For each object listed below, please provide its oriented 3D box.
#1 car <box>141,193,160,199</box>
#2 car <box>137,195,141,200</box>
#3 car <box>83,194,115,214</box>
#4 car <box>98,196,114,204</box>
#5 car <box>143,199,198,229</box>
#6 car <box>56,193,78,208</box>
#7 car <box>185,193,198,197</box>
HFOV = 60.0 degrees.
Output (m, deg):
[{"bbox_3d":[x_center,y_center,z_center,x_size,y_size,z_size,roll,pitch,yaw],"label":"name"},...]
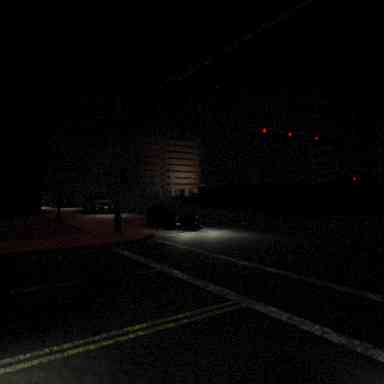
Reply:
[{"bbox_3d":[-9.827,1.155,81.483,3.866,1.878,1.905,0,0,-34],"label":"car"},{"bbox_3d":[-11.404,1.152,83.910,4.605,1.855,1.932,0,0,-34],"label":"car"},{"bbox_3d":[-10.143,1.224,35.837,2.150,2.045,5.566,0,0,-33],"label":"car"},{"bbox_3d":[-17.252,1.525,66.768,1.812,1.442,4.674,0,0,-33],"label":"car"},{"bbox_3d":[-1.410,1.477,21.816,1.882,1.535,5.008,0,0,-29],"label":"car"},{"bbox_3d":[-18.357,1.222,48.713,2.150,2.045,5.566,0,0,-33],"label":"car"},{"bbox_3d":[1.207,1.155,65.255,3.866,1.878,1.905,0,0,-34],"label":"car"}]
